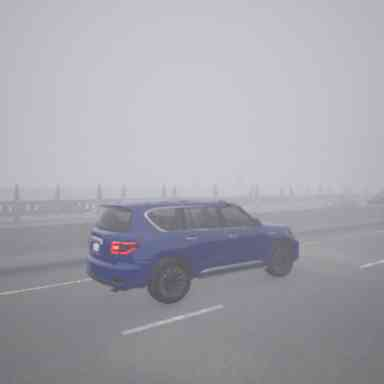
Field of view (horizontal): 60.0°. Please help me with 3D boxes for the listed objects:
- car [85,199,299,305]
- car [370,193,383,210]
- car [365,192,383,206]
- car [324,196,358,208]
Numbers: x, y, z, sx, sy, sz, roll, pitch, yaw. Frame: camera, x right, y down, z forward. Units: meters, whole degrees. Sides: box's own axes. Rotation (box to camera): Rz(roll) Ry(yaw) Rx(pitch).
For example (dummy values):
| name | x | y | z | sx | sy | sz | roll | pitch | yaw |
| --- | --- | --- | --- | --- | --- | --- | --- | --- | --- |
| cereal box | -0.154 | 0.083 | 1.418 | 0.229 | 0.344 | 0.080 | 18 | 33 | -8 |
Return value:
| name | x | y | z | sx | sy | sz | roll | pitch | yaw |
| --- | --- | --- | --- | --- | --- | --- | --- | --- | --- |
| car | 0.246 | 1.186 | 8.266 | 5.566 | 2.045 | 2.150 | -1 | 0 | -36 |
| car | 22.306 | 1.054 | 37.539 | 4.553 | 1.767 | 2.097 | -1 | 0 | -36 |
| car | 17.872 | 0.979 | 30.045 | 5.566 | 2.045 | 2.150 | 0 | 0 | -36 |
| car | 17.158 | 1.219 | 38.157 | 4.902 | 1.511 | 2.128 | 0 | 0 | -36 |
